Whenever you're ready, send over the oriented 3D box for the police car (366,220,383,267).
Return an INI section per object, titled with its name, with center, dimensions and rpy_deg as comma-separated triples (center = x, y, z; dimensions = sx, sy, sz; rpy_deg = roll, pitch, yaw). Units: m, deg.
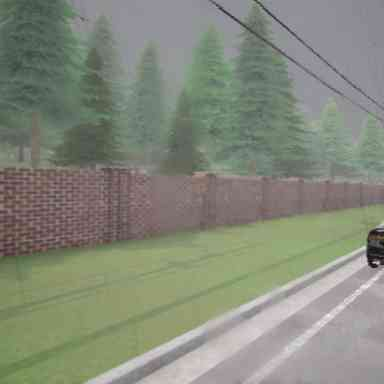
[police car]
center = 6.742, 1.298, 9.911
dimensions = 1.930, 1.638, 5.238
rpy_deg = 3, 2, 41
